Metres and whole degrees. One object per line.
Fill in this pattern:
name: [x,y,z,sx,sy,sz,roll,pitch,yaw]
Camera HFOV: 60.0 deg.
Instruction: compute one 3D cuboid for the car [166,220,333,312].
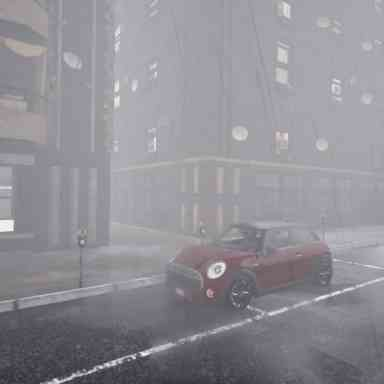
car: [1.390,1.442,7.697,4.097,1.590,1.967,0,1,-36]
